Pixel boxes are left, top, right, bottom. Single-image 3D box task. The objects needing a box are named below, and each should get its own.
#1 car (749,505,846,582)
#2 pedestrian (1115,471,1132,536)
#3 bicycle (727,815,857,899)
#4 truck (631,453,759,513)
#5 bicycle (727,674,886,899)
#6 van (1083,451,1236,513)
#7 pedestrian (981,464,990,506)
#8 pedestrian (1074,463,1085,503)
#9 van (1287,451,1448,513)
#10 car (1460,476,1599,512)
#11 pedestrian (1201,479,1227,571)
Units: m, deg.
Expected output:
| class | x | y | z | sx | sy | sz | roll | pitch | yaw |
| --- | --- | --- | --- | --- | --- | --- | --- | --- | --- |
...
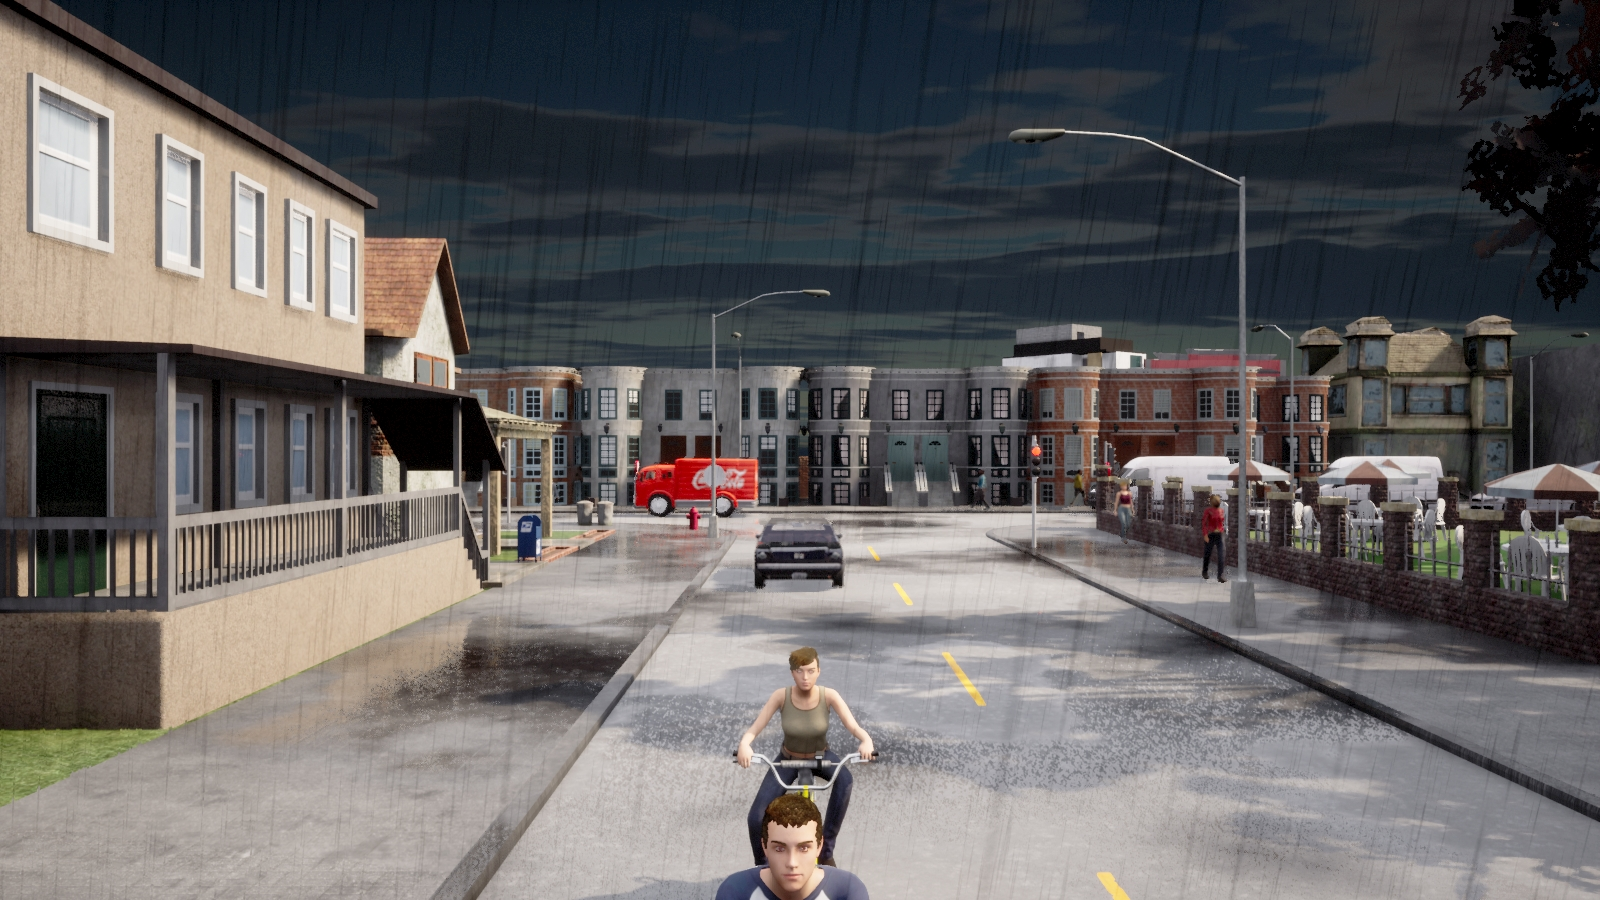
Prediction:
| class | x | y | z | sx | sy | sz | roll | pitch | yaw |
| --- | --- | --- | --- | --- | --- | --- | --- | --- | --- |
| car | -0.063 | 1.945 | 24.747 | 1.895 | 1.301 | 4.718 | 0 | 0 | 0 |
| pedestrian | 9.314 | 1.531 | 32.901 | 0.375 | 1.860 | 0.375 | 0 | 0 | 1 |
| bicycle | -0.022 | 1.938 | 3.212 | 0.373 | 1.296 | 1.643 | 0 | 0 | 0 |
| truck | -4.418 | 1.372 | 48.834 | 5.204 | 2.467 | 2.627 | 0 | 0 | 1 |
| bicycle | 0.033 | 2.040 | 6.906 | 0.859 | 1.080 | 1.487 | 0 | 0 | 0 |
| van | 15.322 | 1.335 | 48.875 | 5.915 | 2.561 | 1.988 | 0 | 0 | 0 |
| pedestrian | 8.273 | 1.545 | 51.040 | 0.375 | 1.860 | 0.375 | 0 | 0 | 11 |
| pedestrian | 13.138 | 1.547 | 53.760 | 0.375 | 1.860 | 0.375 | 0 | 0 | -13 |
| van | 24.218 | 1.335 | 48.884 | 5.915 | 2.561 | 1.988 | 0 | 0 | 0 |
| car | 31.329 | 1.861 | 48.882 | 4.892 | 1.480 | 2.231 | 0 | 0 | 0 |
| pedestrian | 8.478 | 1.533 | 23.413 | 0.375 | 1.860 | 0.375 | 0 | 0 | -4 |
